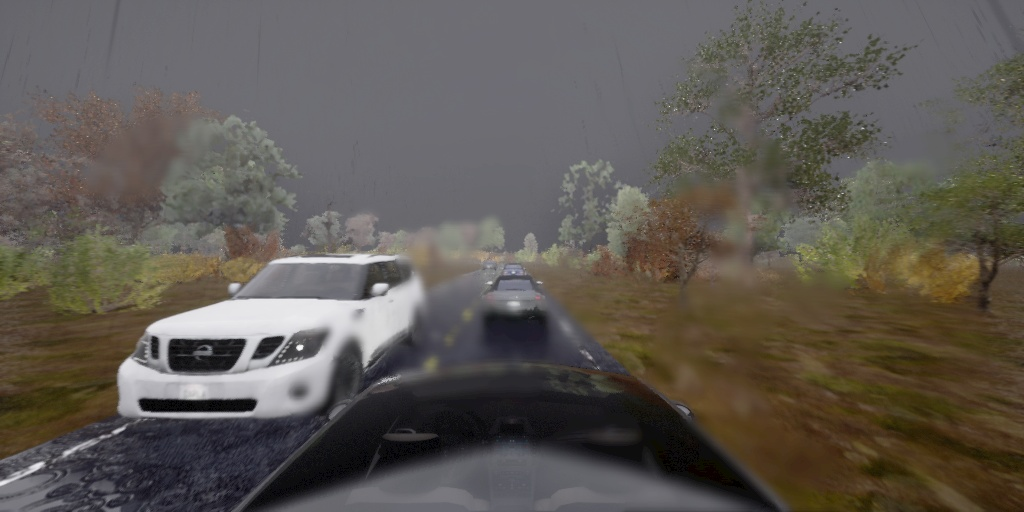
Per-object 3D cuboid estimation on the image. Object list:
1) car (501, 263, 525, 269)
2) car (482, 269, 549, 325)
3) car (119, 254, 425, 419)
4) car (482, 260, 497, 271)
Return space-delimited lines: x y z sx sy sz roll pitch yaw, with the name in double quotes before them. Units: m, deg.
"car" 0.115 1.293 29.569 2.033 1.411 5.357 0 0 0
"car" 0.106 1.312 11.855 1.994 1.385 4.181 0 0 0
"car" -3.099 0.971 6.262 2.150 2.045 5.566 0 0 0
"car" -2.975 1.247 48.911 2.128 1.511 4.902 0 0 0
